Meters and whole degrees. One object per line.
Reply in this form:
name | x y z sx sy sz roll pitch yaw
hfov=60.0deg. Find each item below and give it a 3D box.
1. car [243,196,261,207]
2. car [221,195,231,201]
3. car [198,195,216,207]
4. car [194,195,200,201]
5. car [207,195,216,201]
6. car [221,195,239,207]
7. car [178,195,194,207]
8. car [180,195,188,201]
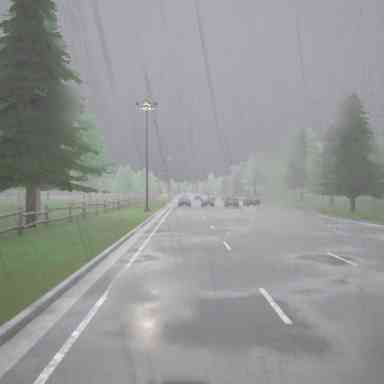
car | 9.315 1.352 52.106 2.097 1.767 4.553 0 0 -1
car | 8.539 1.552 84.297 1.994 1.385 4.181 0 0 -1
car | 2.375 1.601 50.902 1.895 1.301 4.718 0 0 -1
car | 1.486 1.500 86.428 1.837 1.490 4.892 0 0 -1
car | 5.018 1.524 85.158 1.812 1.442 4.674 0 0 -1
car | 5.885 1.491 50.255 2.128 1.511 4.902 0 0 -1
car | -1.124 1.601 51.019 1.895 1.301 4.718 0 0 -1
car | -2.034 1.540 87.231 2.033 1.411 5.357 0 0 -1
